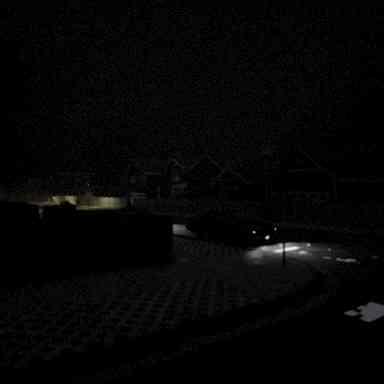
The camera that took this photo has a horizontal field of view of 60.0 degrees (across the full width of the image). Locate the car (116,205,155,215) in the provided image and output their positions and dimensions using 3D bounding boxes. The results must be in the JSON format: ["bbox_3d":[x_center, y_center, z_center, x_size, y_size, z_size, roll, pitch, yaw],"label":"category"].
[{"bbox_3d":[-4.452,1.734,25.606,1.994,1.385,4.181,-1,1,-36],"label":"car"}]

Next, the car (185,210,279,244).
[{"bbox_3d":[1.790,1.653,16.941,2.033,1.411,5.357,-1,0,-36],"label":"car"}]

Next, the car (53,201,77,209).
[{"bbox_3d":[-16.101,1.814,41.849,2.033,1.411,5.357,-1,1,-35],"label":"car"}]
